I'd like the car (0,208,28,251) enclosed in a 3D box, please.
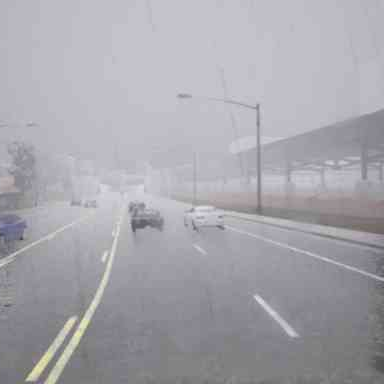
[{"bbox_3d":[-9.105,1.712,15.271,1.882,1.535,5.008,-1,0,-11],"label":"car"}]

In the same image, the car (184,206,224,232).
[{"bbox_3d":[0.689,1.584,20.873,1.812,1.442,4.674,-1,0,-11],"label":"car"}]

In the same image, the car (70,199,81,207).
[{"bbox_3d":[-21.880,1.989,63.147,1.882,1.535,5.008,-1,1,-11],"label":"car"}]

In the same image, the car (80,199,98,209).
[{"bbox_3d":[-16.973,1.951,56.047,2.128,1.511,4.902,-1,0,-10],"label":"car"}]

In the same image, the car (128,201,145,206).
[{"bbox_3d":[-6.610,1.777,40.165,2.163,1.488,4.792,-1,0,-11],"label":"car"}]

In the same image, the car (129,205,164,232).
[{"bbox_3d":[-2.925,1.733,21.200,1.895,1.301,4.718,-1,0,-11],"label":"car"}]
